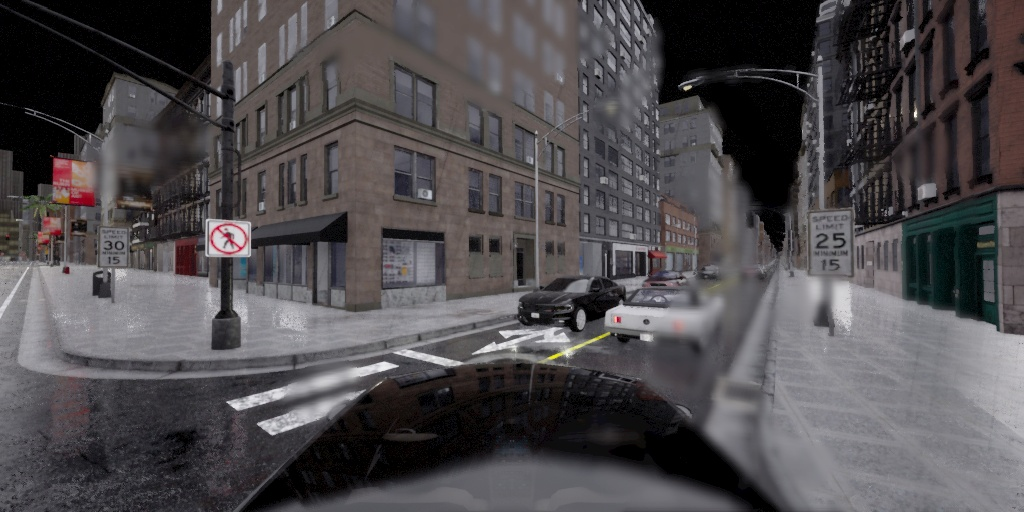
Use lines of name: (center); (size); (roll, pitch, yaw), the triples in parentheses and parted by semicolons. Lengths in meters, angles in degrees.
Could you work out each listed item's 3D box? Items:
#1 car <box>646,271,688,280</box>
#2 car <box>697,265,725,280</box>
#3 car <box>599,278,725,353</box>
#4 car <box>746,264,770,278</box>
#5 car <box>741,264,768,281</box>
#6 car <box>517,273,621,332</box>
car: (8.976, 1.545, 20.808); (1.994, 1.385, 4.181); (-1, -1, 37)
car: (18.769, 1.644, 33.783); (1.837, 1.490, 4.892); (-1, -2, 37)
car: (4.141, 1.424, 9.201); (1.895, 1.301, 4.718); (-1, -1, 37)
car: (29.546, 1.743, 43.009); (2.128, 1.511, 4.902); (-1, -1, 37)
car: (23.557, 1.625, 34.965); (2.128, 1.511, 4.902); (-1, -1, 37)
car: (2.123, 1.351, 11.680); (1.882, 1.535, 5.008); (-1, -1, 37)
